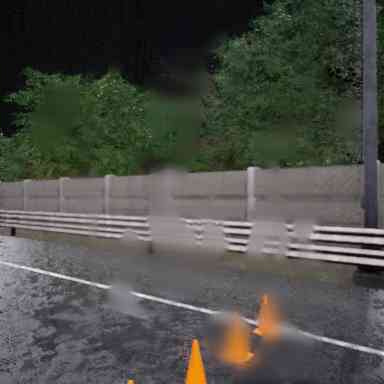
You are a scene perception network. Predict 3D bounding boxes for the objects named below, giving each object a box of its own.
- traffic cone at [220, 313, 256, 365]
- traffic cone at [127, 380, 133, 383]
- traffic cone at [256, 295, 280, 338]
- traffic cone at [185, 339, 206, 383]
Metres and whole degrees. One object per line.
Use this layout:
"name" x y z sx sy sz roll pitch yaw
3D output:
"traffic cone" 0.617 1.969 4.573 0.340 0.580 0.340 0 0 36
"traffic cone" -0.545 1.968 2.945 0.340 0.580 0.340 0 0 36
"traffic cone" 1.198 1.969 5.387 0.340 0.580 0.340 0 0 36
"traffic cone" 0.036 1.968 3.759 0.340 0.580 0.340 0 0 36
